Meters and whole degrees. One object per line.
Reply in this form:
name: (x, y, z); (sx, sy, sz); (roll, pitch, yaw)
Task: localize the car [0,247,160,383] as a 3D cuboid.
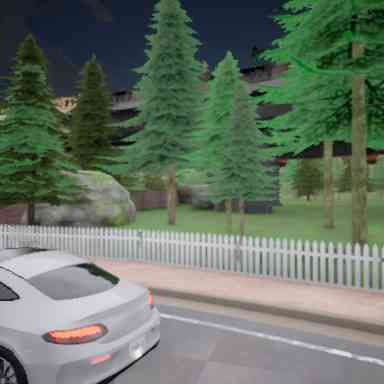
car: (-2.667, 1.543, 4.715); (4.674, 1.442, 1.812); (0, 0, 27)
